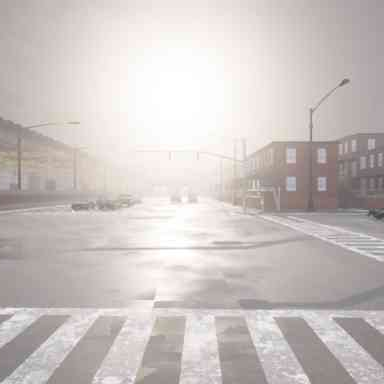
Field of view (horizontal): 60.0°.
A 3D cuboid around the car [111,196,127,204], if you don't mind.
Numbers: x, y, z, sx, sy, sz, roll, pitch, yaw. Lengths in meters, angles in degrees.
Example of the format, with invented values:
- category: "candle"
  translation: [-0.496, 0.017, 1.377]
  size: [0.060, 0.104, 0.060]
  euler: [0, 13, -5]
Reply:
- category: "car"
  translation: [-13.979, 1.478, 63.969]
  size: [1.882, 1.535, 5.008]
  euler: [0, 0, 1]

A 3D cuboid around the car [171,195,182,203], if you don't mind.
- category: "car"
  translation: [-3.364, 1.353, 70.202]
  size: [2.097, 1.767, 4.553]
  euler: [0, 0, 0]

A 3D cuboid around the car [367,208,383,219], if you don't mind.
- category: "car"
  translation: [17.061, 1.547, 26.642]
  size: [5.357, 1.411, 2.033]
  euler: [0, 0, 0]

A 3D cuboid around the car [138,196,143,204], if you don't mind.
- category: "car"
  translation: [-10.496, 1.526, 62.620]
  size: [1.812, 1.442, 4.674]
  euler: [0, 0, 0]

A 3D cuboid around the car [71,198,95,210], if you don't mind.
- category: "car"
  translation: [-14.057, 1.547, 43.617]
  size: [2.033, 1.411, 5.357]
  euler: [0, 0, 0]

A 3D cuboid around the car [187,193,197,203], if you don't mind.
- category: "car"
  translation: [0.167, 1.547, 69.632]
  size: [2.033, 1.411, 5.357]
  euler: [0, 0, 0]

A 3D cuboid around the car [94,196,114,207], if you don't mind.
- category: "car"
  translation: [-14.039, 1.478, 53.506]
  size: [1.882, 1.535, 5.008]
  euler: [0, 0, 0]

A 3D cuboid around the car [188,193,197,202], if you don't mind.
- category: "car"
  translation: [0.078, 1.225, 80.265]
  size: [2.150, 2.045, 5.566]
  euler: [0, 0, 0]

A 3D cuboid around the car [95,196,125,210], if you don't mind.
- category: "car"
  translation: [-10.569, 1.601, 43.200]
  size: [1.895, 1.301, 4.718]
  euler: [0, 0, 3]

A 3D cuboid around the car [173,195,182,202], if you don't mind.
- category: "car"
  translation: [-3.422, 1.478, 80.488]
  size: [1.882, 1.535, 5.008]
  euler: [0, 0, 0]

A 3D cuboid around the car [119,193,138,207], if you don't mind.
- category: "car"
  translation: [-10.541, 1.221, 52.825]
  size: [2.150, 2.045, 5.566]
  euler: [0, 0, 0]
